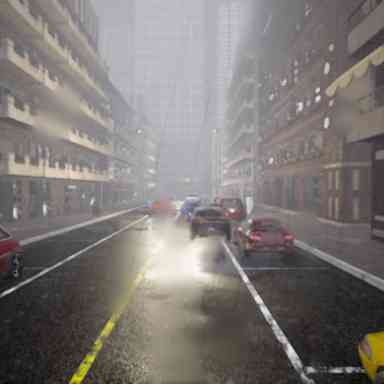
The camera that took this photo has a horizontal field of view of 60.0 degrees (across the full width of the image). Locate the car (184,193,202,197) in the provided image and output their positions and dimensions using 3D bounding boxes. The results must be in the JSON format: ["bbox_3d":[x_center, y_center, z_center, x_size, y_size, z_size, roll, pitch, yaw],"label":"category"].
[{"bbox_3d":[0.014,1.147,51.248,2.150,2.045,5.566,0,0,0],"label":"car"}]

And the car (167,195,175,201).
[{"bbox_3d":[-5.301,1.436,84.589,1.947,1.339,4.313,-1,0,0],"label":"car"}]

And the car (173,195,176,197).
[{"bbox_3d":[-5.305,1.195,79.039,2.192,1.841,5.009,-1,0,0],"label":"car"}]

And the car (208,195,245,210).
[{"bbox_3d":[2.560,1.282,23.566,2.192,1.841,5.009,-1,0,0],"label":"car"}]

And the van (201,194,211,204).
[{"bbox_3d":[2.571,1.249,62.409,1.690,1.788,3.998,-1,0,0],"label":"van"}]

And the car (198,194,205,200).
[{"bbox_3d":[2.580,1.385,90.325,1.752,1.417,4.829,-1,0,0],"label":"car"}]

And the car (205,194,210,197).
[{"bbox_3d":[2.561,1.274,29.115,2.192,1.841,5.009,-1,0,0],"label":"car"}]

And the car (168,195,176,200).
[{"bbox_3d":[-5.300,1.405,90.138,1.887,1.381,4.507,-1,0,0],"label":"car"}]

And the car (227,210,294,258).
[{"bbox_3d":[2.560,1.565,12.469,1.802,1.307,4.206,-1,0,0],"label":"car"}]

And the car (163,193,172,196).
[{"bbox_3d":[-5.308,1.348,62.392,1.967,1.590,4.097,-1,0,0],"label":"car"}]

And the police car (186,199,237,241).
[{"bbox_3d":[0.830,1.402,16.821,1.930,1.638,5.238,0,0,0],"label":"police car"}]

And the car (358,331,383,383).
[{"bbox_3d":[2.556,1.523,1.540,1.752,1.417,4.829,-1,0,0],"label":"car"}]

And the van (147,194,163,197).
[{"bbox_3d":[-5.314,1.275,45.745,1.690,1.788,3.998,-1,0,0],"label":"van"}]

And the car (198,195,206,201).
[{"bbox_3d":[2.579,1.415,84.606,1.887,1.381,4.507,-1,0,0],"label":"car"}]

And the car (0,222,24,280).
[{"bbox_3d":[-5.323,1.431,6.901,1.967,1.590,4.097,-1,0,0],"label":"car"}]

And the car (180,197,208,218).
[{"bbox_3d":[0.231,1.440,26.510,1.882,1.535,5.008,0,0,-11],"label":"car"}]

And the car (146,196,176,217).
[{"bbox_3d":[-2.839,1.434,30.761,1.882,1.535,5.008,0,0,0],"label":"car"}]
